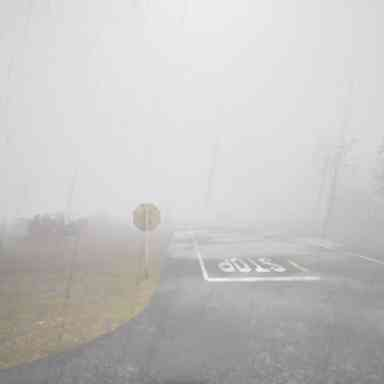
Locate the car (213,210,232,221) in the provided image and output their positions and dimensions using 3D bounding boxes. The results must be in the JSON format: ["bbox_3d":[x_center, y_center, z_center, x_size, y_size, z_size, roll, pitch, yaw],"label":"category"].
[{"bbox_3d":[4.753,3.483,50.664,2.097,1.767,4.553,0,-2,-1],"label":"car"}]

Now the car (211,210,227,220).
[{"bbox_3d":[4.560,3.869,56.382,2.128,1.511,4.902,0,-2,-1],"label":"car"}]
